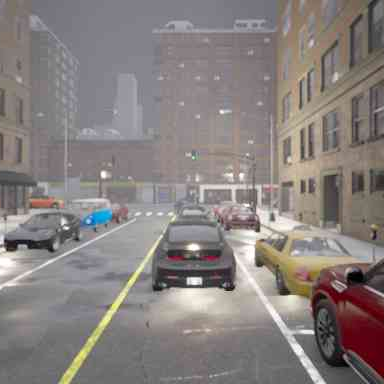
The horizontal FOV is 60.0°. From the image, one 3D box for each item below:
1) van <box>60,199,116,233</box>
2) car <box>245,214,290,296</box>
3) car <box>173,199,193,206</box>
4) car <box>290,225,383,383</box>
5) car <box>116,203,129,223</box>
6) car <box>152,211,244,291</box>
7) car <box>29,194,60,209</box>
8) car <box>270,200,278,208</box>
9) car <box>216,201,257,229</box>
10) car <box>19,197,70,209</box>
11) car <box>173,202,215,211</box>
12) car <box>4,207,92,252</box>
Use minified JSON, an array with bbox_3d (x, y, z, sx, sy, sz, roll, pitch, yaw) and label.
[{"bbox_3d":[-5.848,1.293,19.170,1.690,1.788,3.998,1,0,0],"label":"van"},{"bbox_3d":[2.676,1.502,8.374,1.752,1.417,4.829,1,0,0],"label":"car"},{"bbox_3d":[-0.773,1.409,34.710,2.033,1.411,5.357,0,1,-12],"label":"car"},{"bbox_3d":[2.678,1.307,2.721,2.192,1.841,5.009,1,0,0],"label":"car"},{"bbox_3d":[-5.851,1.484,24.653,1.887,1.381,4.507,1,0,0],"label":"car"},{"bbox_3d":[0.031,1.480,8.895,1.837,1.490,4.892,0,0,0],"label":"car"},{"bbox_3d":[-16.386,1.097,37.551,4.553,1.767,2.097,0,0,0],"label":"car"},{"bbox_3d":[13.459,1.402,47.317,4.553,1.767,2.097,0,0,0],"label":"car"},{"bbox_3d":[2.676,1.392,19.170,1.967,1.590,4.097,1,0,0],"label":"car"},{"bbox_3d":[-17.982,1.306,40.809,5.357,1.411,2.033,0,0,0],"label":"car"},{"bbox_3d":[0.097,1.479,18.244,1.812,1.442,4.674,0,0,0],"label":"car"},{"bbox_3d":[-5.850,1.530,13.688,1.947,1.339,4.313,1,0,0],"label":"car"}]
